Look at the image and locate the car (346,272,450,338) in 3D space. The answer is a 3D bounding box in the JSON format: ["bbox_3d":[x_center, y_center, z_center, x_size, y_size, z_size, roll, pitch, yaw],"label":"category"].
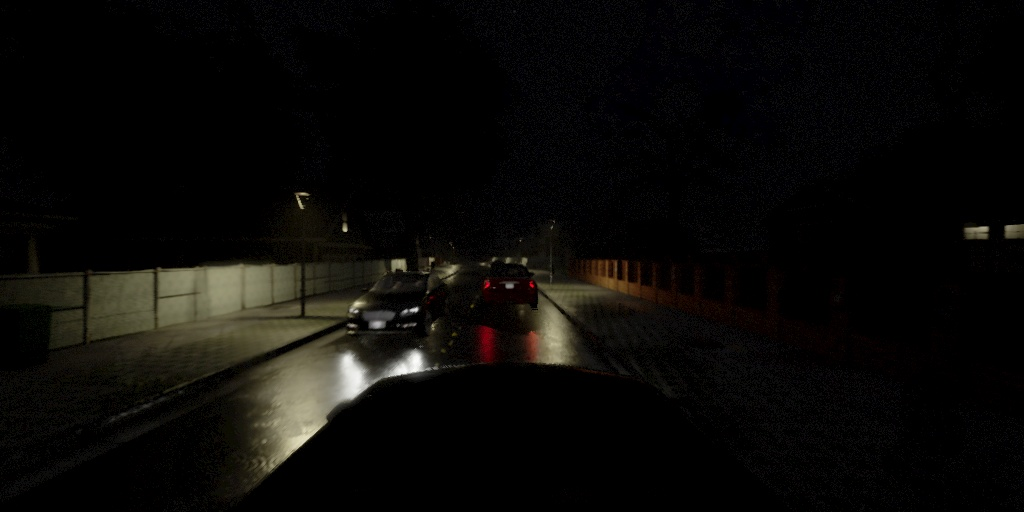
[{"bbox_3d":[-2.966,1.225,10.237,2.128,1.511,4.902,0,0,-1],"label":"car"}]

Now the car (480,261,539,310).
[{"bbox_3d":[-0.139,1.072,14.721,2.097,1.767,4.553,0,0,-2],"label":"car"}]
